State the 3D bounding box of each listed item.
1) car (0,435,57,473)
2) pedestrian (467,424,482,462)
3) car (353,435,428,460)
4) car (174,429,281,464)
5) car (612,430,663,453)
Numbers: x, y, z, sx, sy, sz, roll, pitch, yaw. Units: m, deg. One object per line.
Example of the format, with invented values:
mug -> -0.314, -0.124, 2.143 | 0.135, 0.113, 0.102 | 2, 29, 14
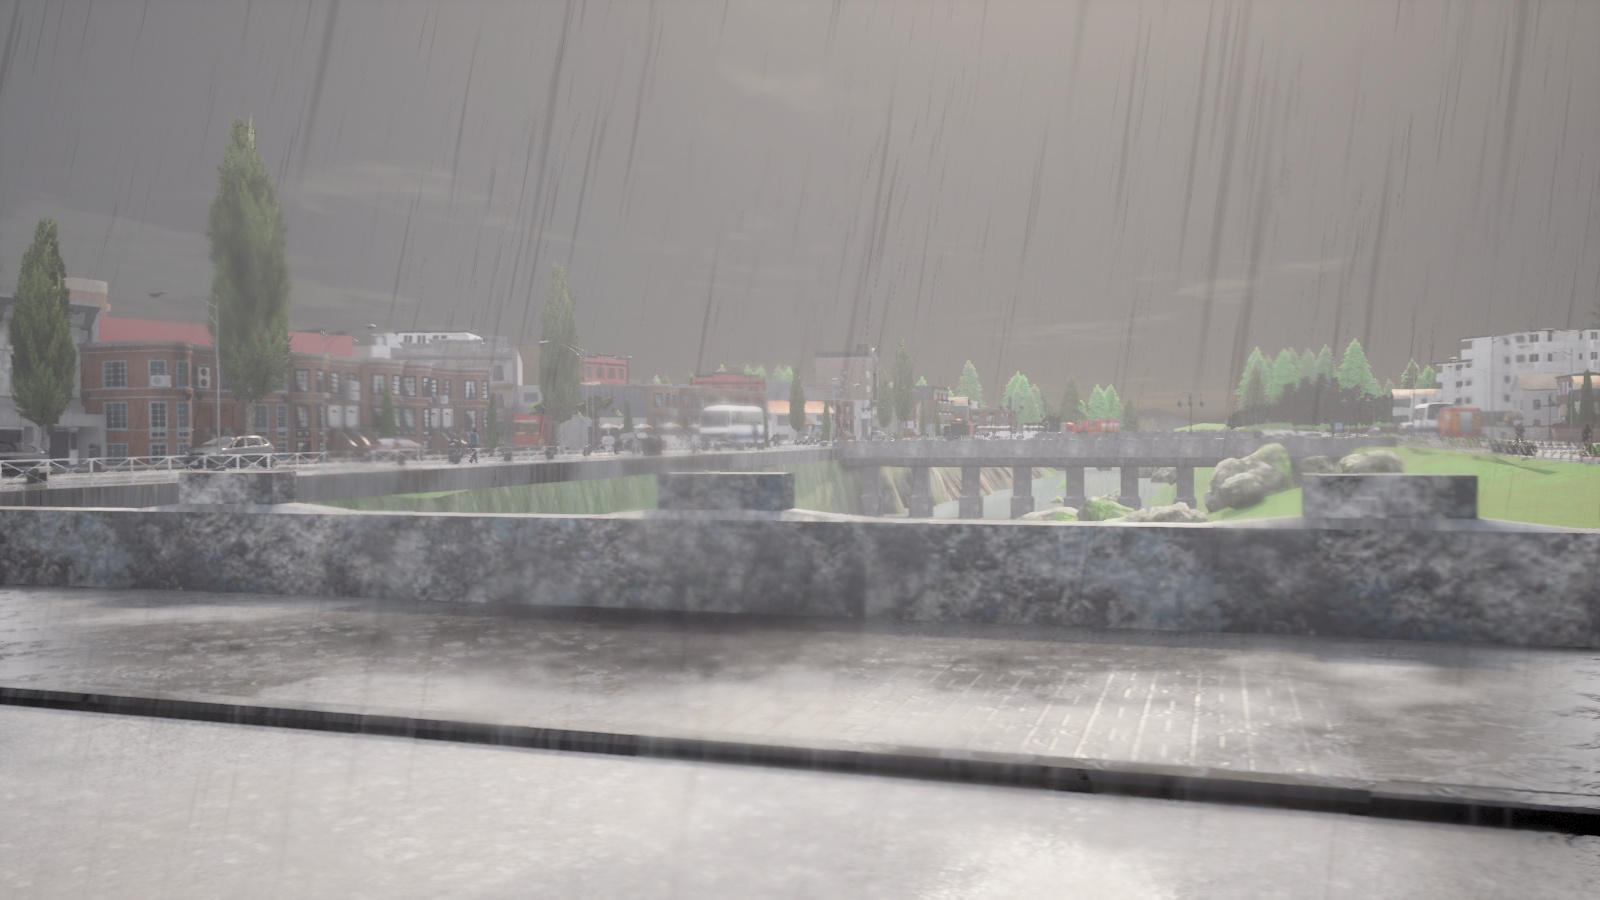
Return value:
car -> -32.254, 0.160, 50.188 | 1.816, 1.474, 4.193 | 0, 1, 19
pedestrian -> -16.522, -0.357, 63.757 | 0.396, 1.930, 0.692 | 0, 1, 23
car -> -24.157, -0.184, 74.291 | 1.812, 1.442, 4.674 | 0, 1, 19
car -> -28.250, -0.185, 62.105 | 2.242, 1.667, 4.611 | 0, 1, 19
car -> -12.436, -0.685, 96.621 | 2.097, 1.767, 4.553 | 0, 1, 19
